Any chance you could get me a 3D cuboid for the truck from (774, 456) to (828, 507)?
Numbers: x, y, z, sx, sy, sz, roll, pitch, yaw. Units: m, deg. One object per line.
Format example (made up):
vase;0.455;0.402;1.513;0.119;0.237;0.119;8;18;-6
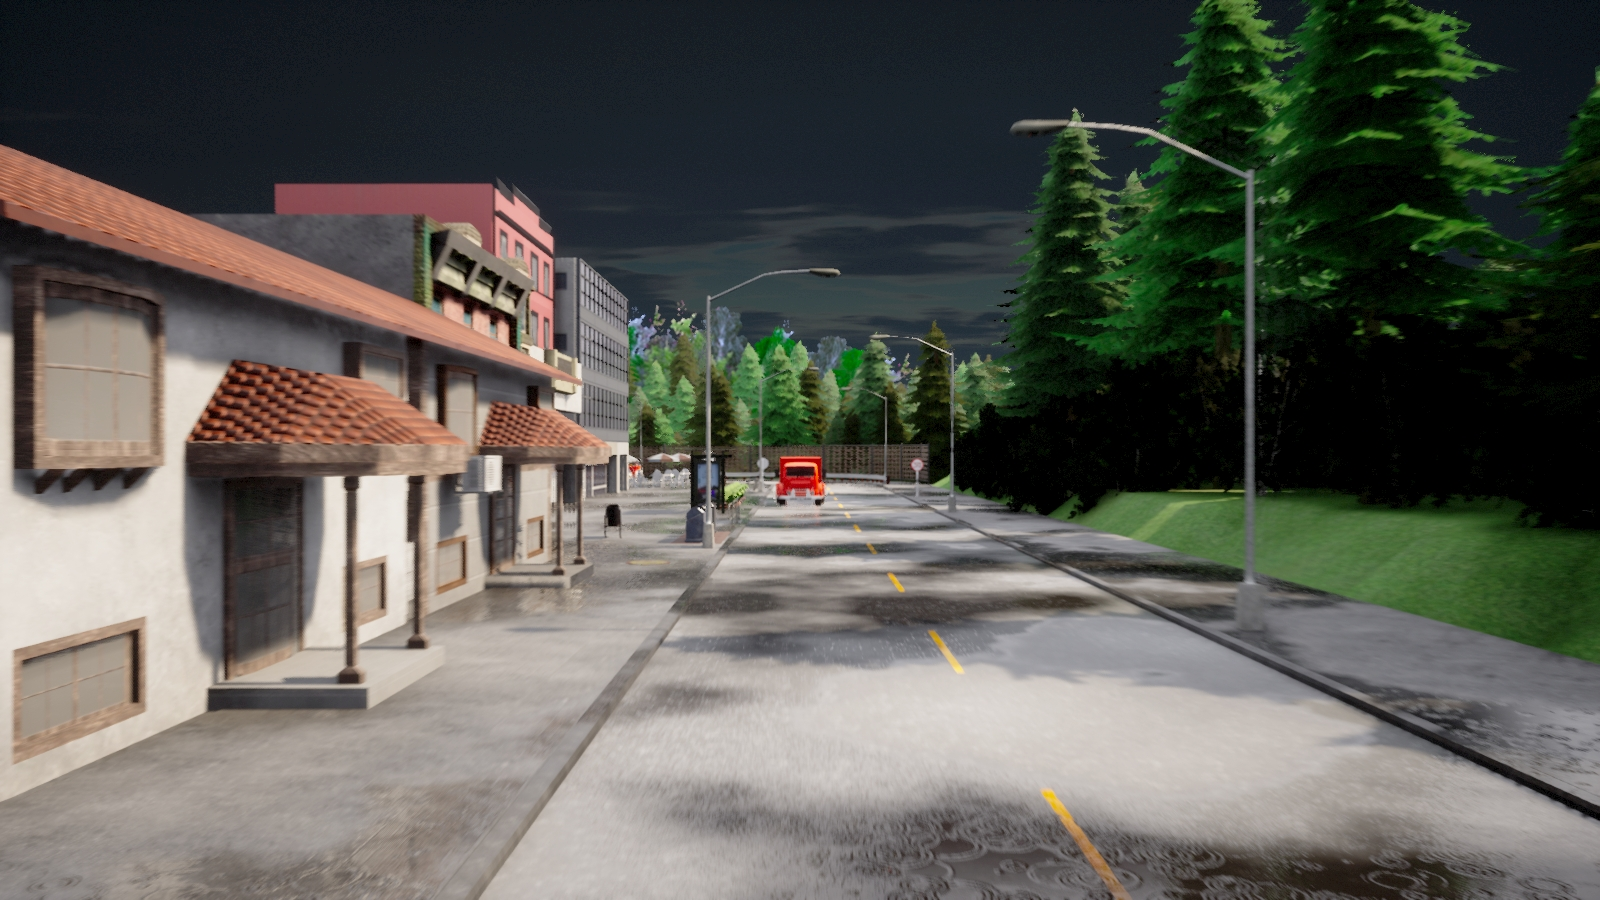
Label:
truck;0.030;1.570;58.244;2.627;2.467;5.204;0;0;0
